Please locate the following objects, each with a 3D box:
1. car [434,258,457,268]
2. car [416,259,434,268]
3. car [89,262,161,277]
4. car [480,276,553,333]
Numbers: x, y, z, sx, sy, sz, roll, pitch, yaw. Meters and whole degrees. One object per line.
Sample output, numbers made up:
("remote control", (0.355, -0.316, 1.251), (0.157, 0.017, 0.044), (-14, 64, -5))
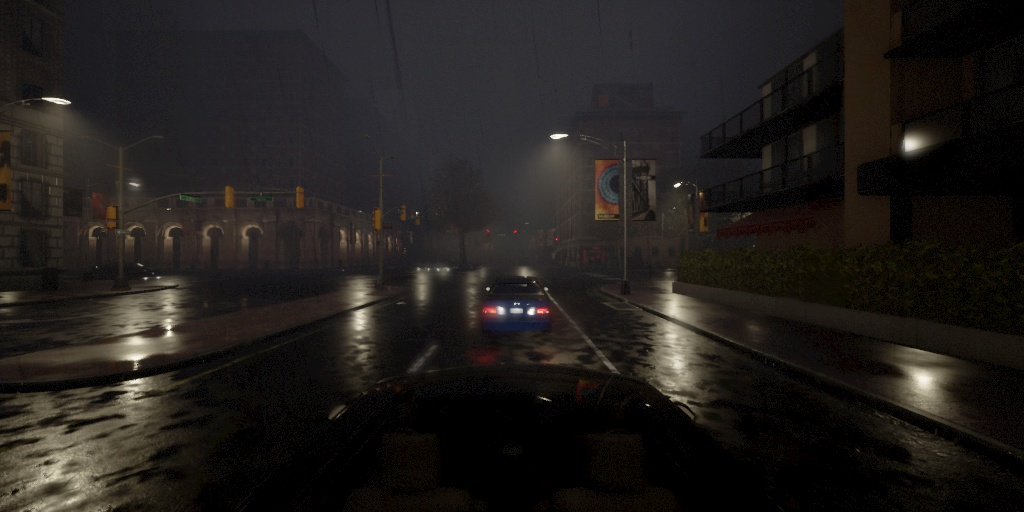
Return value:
("car", (-11.049, 1.102, 59.636), (2.097, 1.767, 4.553), (0, 0, 1))
("car", (-14.516, 1.228, 61.705), (1.882, 1.535, 5.008), (0, 0, 1))
("car", (-37.185, 1.297, 34.512), (5.357, 1.411, 2.033), (0, 0, 0))
("car", (0.146, 1.297, 10.685), (2.033, 1.411, 5.357), (0, 0, 1))
